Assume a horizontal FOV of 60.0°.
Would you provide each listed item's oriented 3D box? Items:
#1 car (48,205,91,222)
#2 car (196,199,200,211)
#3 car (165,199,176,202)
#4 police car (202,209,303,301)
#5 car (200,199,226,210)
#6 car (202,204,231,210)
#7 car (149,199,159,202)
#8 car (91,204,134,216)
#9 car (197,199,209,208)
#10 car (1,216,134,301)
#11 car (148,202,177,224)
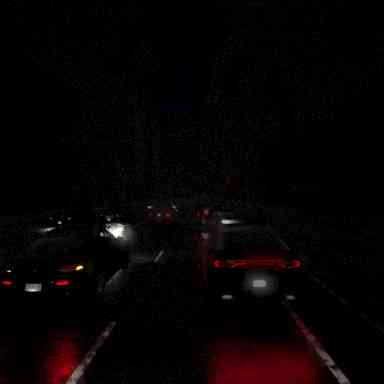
[{"bbox_3d":[-8.983,1.739,25.430,2.033,1.411,5.357,0,-1,2],"label":"car"},{"bbox_3d":[1.568,1.909,46.140,1.812,1.442,4.674,0,-1,2],"label":"car"},{"bbox_3d":[-4.327,2.100,66.688,1.882,1.535,5.008,0,-1,2],"label":"car"},{"bbox_3d":[1.311,1.469,8.619,1.930,1.638,5.238,0,0,2],"label":"police car"},{"bbox_3d":[1.817,1.508,24.475,2.097,1.767,4.553,0,-1,2],"label":"car"},{"bbox_3d":[1.628,1.630,18.504,1.812,1.442,4.674,0,0,2],"label":"car"},{"bbox_3d":[-7.581,2.172,66.384,2.033,1.411,5.357,0,-1,2],"label":"car"},{"bbox_3d":[-5.721,1.677,25.626,2.128,1.511,4.902,0,-1,2],"label":"car"},{"bbox_3d":[1.993,2.026,60.360,2.128,1.511,4.902,0,-1,2],"label":"car"},{"bbox_3d":[-2.826,1.579,8.369,1.812,1.442,4.674,0,0,2],"label":"car"},{"bbox_3d":[-2.251,1.732,26.283,2.033,1.411,5.357,0,-1,2],"label":"car"}]
